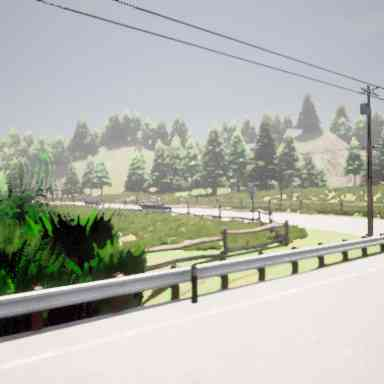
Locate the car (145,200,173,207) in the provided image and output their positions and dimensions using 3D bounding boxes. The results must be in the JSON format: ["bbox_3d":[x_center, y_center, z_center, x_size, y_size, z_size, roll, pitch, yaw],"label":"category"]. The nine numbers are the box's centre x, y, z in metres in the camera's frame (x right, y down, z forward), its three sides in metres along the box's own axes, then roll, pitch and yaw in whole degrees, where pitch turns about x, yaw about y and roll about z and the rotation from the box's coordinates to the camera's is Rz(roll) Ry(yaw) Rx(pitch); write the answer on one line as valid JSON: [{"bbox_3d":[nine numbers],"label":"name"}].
[{"bbox_3d":[-4.176,1.584,39.320,1.895,1.301,4.718,-2,1,-38],"label":"car"}]
